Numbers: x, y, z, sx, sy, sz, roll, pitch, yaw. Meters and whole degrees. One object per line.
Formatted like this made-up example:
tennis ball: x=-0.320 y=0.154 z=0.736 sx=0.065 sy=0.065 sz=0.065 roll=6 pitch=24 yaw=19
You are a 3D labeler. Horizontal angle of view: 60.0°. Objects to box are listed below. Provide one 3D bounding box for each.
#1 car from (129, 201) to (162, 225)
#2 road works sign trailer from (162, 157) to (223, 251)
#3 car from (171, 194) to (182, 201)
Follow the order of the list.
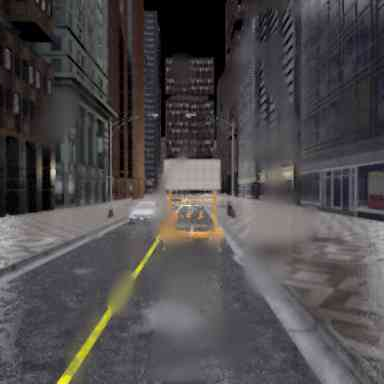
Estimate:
car: x=-3.091 y=1.355 z=22.865 sx=1.812 sy=1.442 sz=4.674 roll=0 pitch=0 yaw=0
road works sign trailer: x=0.008 y=0.362 z=13.614 sx=2.380 sy=3.560 sz=2.880 roll=0 pitch=0 yaw=0
car: x=-2.997 y=1.126 z=64.280 sx=1.895 sy=1.301 sz=4.718 roll=0 pitch=0 yaw=0
